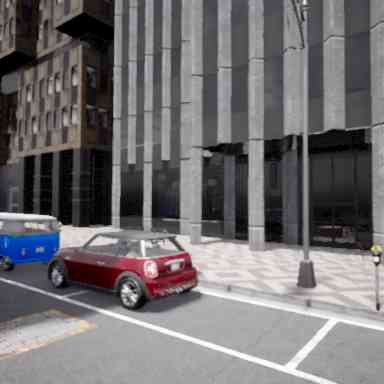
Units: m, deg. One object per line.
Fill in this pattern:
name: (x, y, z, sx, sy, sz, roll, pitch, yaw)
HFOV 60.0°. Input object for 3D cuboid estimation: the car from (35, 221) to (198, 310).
car: (-1.925, 1.703, 8.533, 4.097, 1.590, 1.967, -1, -2, 37)

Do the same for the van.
van: (-6.424, 1.674, 11.930, 3.998, 1.788, 1.690, -1, -2, 37)
